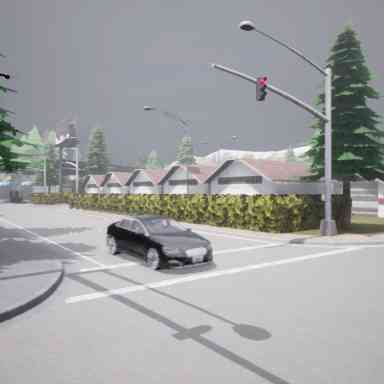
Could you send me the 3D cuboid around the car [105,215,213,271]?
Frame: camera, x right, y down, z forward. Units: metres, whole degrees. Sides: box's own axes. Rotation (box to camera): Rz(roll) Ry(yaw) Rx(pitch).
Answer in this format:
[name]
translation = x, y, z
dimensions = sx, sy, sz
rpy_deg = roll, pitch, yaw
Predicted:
[car]
translation = -1.299, 1.562, 11.225
dimensions = 2.128, 1.511, 4.902
rpy_deg = 0, 1, -37
